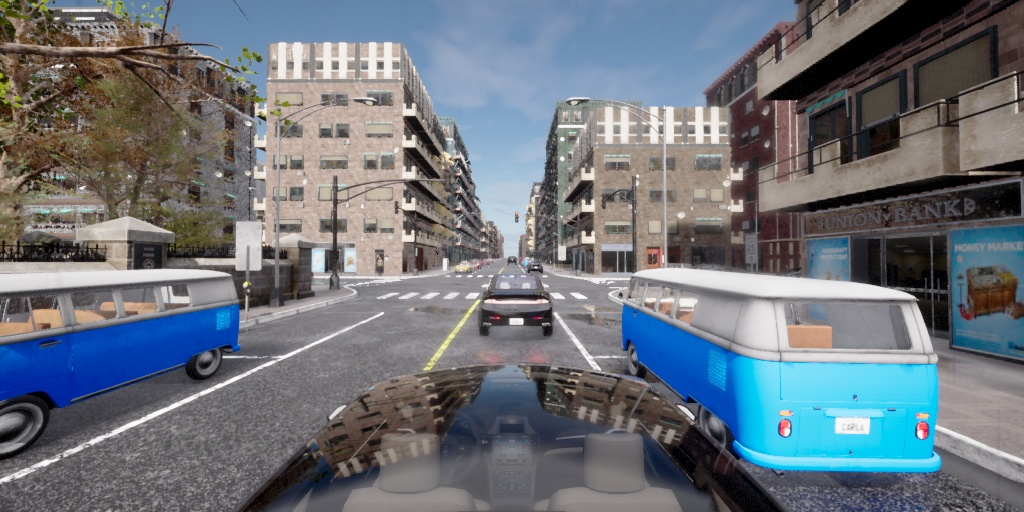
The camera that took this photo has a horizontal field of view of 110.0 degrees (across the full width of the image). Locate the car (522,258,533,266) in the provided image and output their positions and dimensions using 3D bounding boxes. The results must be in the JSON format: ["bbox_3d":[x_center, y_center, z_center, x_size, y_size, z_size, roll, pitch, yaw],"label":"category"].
[{"bbox_3d":[2.710,1.318,48.249,2.007,1.370,4.403,0,0,0],"label":"car"}]

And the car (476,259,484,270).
[{"bbox_3d":[-5.669,1.210,53.895,1.967,1.591,4.097,0,0,0],"label":"car"}]

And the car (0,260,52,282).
[{"bbox_3d":[-36.500,1.044,25.615,4.892,1.490,1.837,1,-1,1],"label":"car"}]

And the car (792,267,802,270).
[{"bbox_3d":[25.003,1.462,28.052,4.674,1.442,1.812,0,-1,1],"label":"car"}]

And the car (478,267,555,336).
[{"bbox_3d":[0.103,1.244,10.390,2.128,1.511,4.902,0,0,0],"label":"car"}]

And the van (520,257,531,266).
[{"bbox_3d":[2.715,1.114,59.533,1.690,1.789,3.998,0,0,0],"label":"van"}]

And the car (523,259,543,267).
[{"bbox_3d":[2.708,1.331,42.606,1.948,1.339,4.313,0,0,0],"label":"car"}]

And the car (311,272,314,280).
[{"bbox_3d":[-16.578,1.000,25.364,4.553,1.767,2.097,0,-1,1],"label":"car"}]

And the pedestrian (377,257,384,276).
[{"bbox_3d":[-12.526,0.968,34.054,0.375,1.860,0.375,0,-1,1],"label":"pedestrian"}]

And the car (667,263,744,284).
[{"bbox_3d":[15.102,1.358,28.175,5.008,1.535,1.882,0,-1,1],"label":"car"}]

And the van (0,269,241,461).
[{"bbox_3d":[-5.655,1.092,4.664,1.690,1.789,3.998,0,0,0],"label":"van"}]

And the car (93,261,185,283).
[{"bbox_3d":[-26.404,1.120,25.483,4.674,1.442,1.812,0,-1,1],"label":"car"}]

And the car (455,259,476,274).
[{"bbox_3d":[-5.673,1.291,42.439,1.751,1.417,4.829,0,0,0],"label":"car"}]

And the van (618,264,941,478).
[{"bbox_3d":[2.660,1.092,4.659,1.690,1.789,3.998,0,0,0],"label":"van"}]
